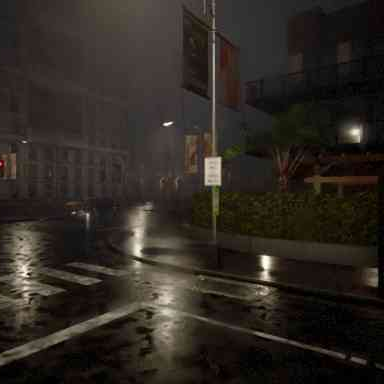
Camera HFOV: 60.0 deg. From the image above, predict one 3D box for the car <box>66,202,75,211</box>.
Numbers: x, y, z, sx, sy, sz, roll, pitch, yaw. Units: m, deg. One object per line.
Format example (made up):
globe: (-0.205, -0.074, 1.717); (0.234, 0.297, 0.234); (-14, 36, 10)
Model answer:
car: (-13.050, 1.478, 40.877); (1.882, 1.535, 5.008); (0, 0, 35)

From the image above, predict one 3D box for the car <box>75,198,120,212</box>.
car: (-10.553, 1.505, 38.334); (1.837, 1.490, 4.892); (0, 0, 36)
